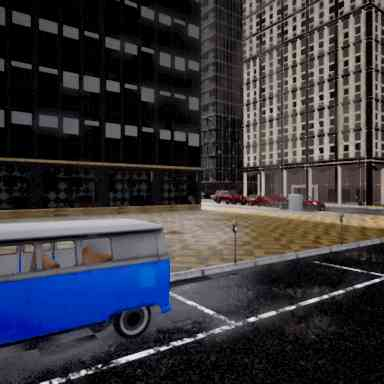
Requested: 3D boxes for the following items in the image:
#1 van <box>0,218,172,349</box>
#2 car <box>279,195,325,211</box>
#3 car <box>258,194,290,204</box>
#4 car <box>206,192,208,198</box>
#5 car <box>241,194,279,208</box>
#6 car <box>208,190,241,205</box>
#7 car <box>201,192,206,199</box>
[{"bbox_3d":[-2.243,1.341,4.960,3.998,1.788,1.690,0,0,-35],"label":"van"},{"bbox_3d":[11.374,1.068,33.627,1.967,1.590,4.097,1,0,-36],"label":"car"},{"bbox_3d":[11.656,0.982,47.620,1.802,1.307,4.206,1,0,-36],"label":"car"},{"bbox_3d":[5.065,0.707,56.827,1.752,1.417,4.829,1,0,-36],"label":"car"},{"bbox_3d":[8.125,1.103,38.159,1.802,1.307,4.206,1,0,-36],"label":"car"},{"bbox_3d":[4.886,0.729,42.690,2.192,1.841,5.009,1,0,-36],"label":"car"},{"bbox_3d":[1.916,0.644,61.222,1.947,1.339,4.313,1,0,-36],"label":"car"}]
